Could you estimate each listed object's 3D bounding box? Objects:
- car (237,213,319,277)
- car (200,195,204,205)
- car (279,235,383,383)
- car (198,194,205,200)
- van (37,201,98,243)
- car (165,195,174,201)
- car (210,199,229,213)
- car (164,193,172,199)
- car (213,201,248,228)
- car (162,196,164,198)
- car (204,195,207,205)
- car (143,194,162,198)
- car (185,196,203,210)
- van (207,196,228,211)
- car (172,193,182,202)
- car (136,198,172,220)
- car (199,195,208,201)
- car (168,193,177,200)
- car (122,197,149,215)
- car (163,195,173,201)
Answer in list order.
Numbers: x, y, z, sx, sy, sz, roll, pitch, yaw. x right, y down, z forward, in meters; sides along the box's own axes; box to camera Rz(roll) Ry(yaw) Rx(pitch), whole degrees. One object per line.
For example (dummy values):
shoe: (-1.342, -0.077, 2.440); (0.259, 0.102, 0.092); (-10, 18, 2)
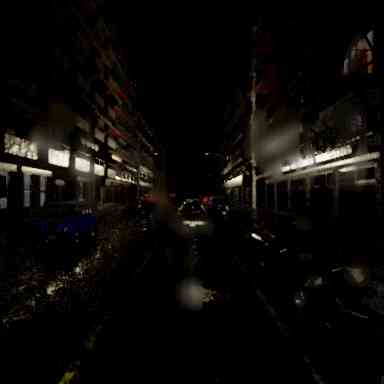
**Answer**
car: (2.703, 1.550, 9.923); (1.947, 1.339, 4.313); (1, 0, 0)
car: (2.704, 1.494, 55.494); (1.802, 1.307, 4.206); (1, 0, 0)
car: (2.703, 1.559, 4.227); (1.947, 1.339, 4.313); (1, 0, 0)
car: (2.706, 1.398, 95.368); (1.887, 1.381, 4.507); (1, 0, 0)
van: (-5.672, 1.316, 15.557); (1.690, 1.788, 3.998); (1, 0, 0)
car: (-5.642, 1.420, 83.914); (2.008, 1.369, 4.403); (1, 0, 0)
car: (2.704, 1.539, 27.012); (1.802, 1.307, 4.206); (1, 0, 0)
car: (-5.649, 1.421, 66.655); (1.752, 1.417, 4.829); (1, 0, 0)
car: (2.704, 1.516, 21.316); (2.008, 1.369, 4.403); (1, 0, 0)
car: (-5.676, 1.466, 49.737); (1.887, 1.381, 4.507); (1, 0, 0)
car: (2.706, 1.379, 38.405); (1.967, 1.590, 4.097); (1, 0, 0)
car: (-5.672, 1.245, 44.039); (2.192, 1.841, 5.009); (1, 0, 0)
car: (0.101, 1.535, 41.612); (1.895, 1.301, 4.718); (0, 0, 0)
van: (2.708, 1.289, 32.709); (1.690, 1.788, 3.998); (1, 0, 0)
car: (-2.999, 1.432, 68.886); (1.994, 1.385, 4.181); (0, 0, 0)
car: (-3.099, 1.502, 28.143); (2.033, 1.411, 5.357); (0, 0, 0)
car: (2.705, 1.423, 78.279); (1.887, 1.381, 4.507); (1, 0, 0)
car: (-5.637, 1.168, 95.307); (2.192, 1.841, 5.009); (1, 0, 0)
car: (-5.676, 1.499, 32.646); (2.008, 1.369, 4.403); (1, 0, 0)
car: (-5.642, 1.423, 78.218); (1.887, 1.381, 4.507); (1, 0, 0)
